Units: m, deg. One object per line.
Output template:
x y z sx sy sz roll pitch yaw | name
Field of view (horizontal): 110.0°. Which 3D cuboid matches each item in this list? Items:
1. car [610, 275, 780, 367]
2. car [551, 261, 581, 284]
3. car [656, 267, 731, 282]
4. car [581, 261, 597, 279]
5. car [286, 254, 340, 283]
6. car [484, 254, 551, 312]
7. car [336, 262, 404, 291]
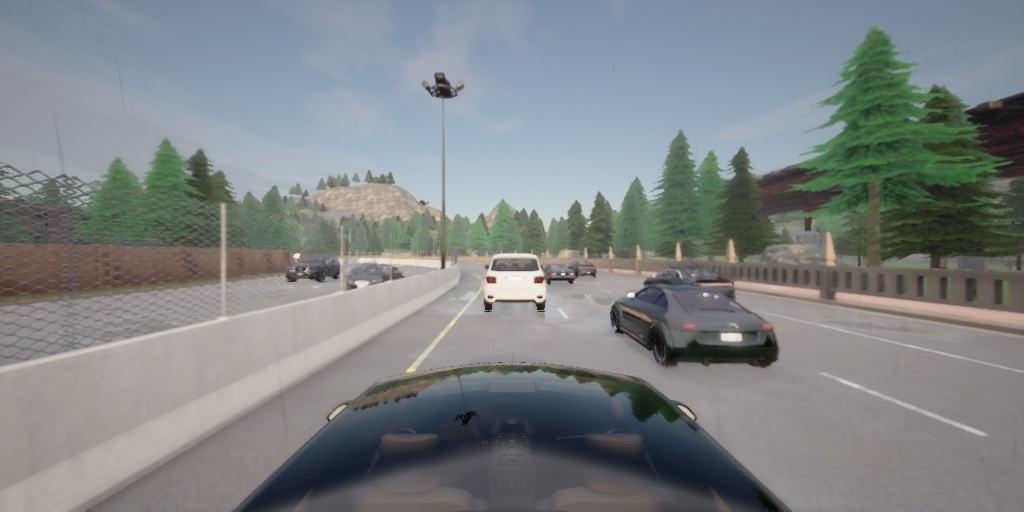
3.599 1.294 7.884 1.994 1.385 4.181 0 0 0 | car
3.074 1.219 25.747 2.033 1.411 5.357 0 0 -5 | car
7.069 1.199 14.861 2.128 1.511 4.902 0 0 -1 | car
5.893 1.144 31.525 2.128 1.511 4.902 0 0 -8 | car
-14.797 0.888 27.167 2.150 2.045 5.566 0 0 -7 | car
0.082 0.930 14.232 2.150 2.045 5.566 0 0 0 | car
-7.246 1.182 19.430 2.128 1.511 4.902 0 0 -2 | car
